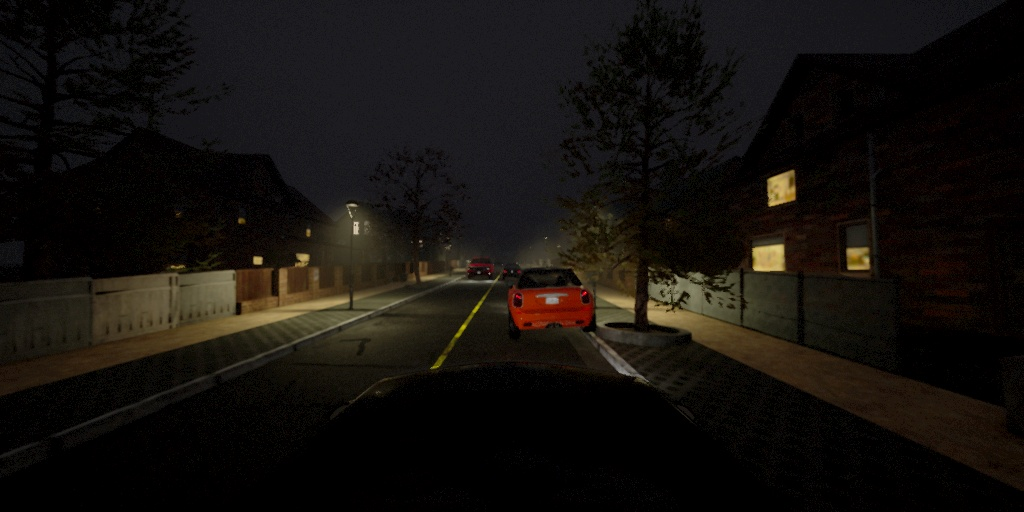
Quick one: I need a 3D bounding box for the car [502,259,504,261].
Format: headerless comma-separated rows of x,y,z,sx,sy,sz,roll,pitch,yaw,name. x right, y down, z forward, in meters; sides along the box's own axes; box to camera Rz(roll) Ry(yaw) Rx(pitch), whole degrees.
0.025,1.449,49.382,2.128,1.511,4.902,0,0,1,car

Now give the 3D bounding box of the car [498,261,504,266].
0.033,1.427,33.631,2.033,1.411,5.357,0,0,1,car

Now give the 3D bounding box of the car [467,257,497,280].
-2.858,1.101,33.711,2.150,2.045,5.566,0,0,0,car

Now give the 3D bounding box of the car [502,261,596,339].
0.919,1.082,10.362,2.097,1.767,4.553,-3,-1,0,car
